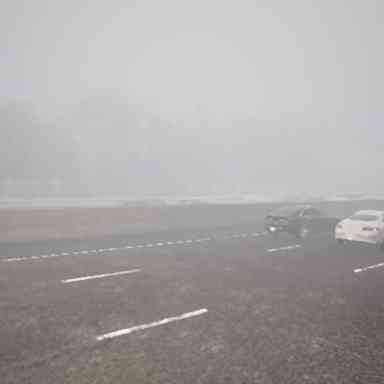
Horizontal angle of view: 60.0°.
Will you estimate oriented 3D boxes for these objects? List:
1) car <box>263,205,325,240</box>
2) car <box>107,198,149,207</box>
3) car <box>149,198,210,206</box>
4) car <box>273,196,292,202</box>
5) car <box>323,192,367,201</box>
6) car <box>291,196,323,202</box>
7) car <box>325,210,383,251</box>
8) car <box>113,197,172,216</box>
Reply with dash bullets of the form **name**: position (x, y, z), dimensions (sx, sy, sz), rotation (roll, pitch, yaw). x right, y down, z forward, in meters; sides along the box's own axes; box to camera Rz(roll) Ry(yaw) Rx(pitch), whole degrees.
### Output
- **car**: position (5.629, 1.425, 16.479), dimensions (4.892, 1.490, 1.837), rotation (0, 0, -36)
- **car**: position (-4.870, 1.350, 26.294), dimensions (5.357, 1.411, 2.033), rotation (0, 0, -35)
- **car**: position (-0.399, 1.324, 25.171), dimensions (4.902, 1.511, 2.128), rotation (0, 0, -35)
- **car**: position (12.590, 1.260, 42.967), dimensions (5.008, 1.535, 1.882), rotation (0, 0, -35)
- **car**: position (17.916, 1.055, 38.149), dimensions (5.566, 2.045, 2.150), rotation (0, 0, -35)
- **car**: position (14.584, 1.318, 40.091), dimensions (4.892, 1.490, 1.837), rotation (1, 0, -35)
- **car**: position (7.755, 1.473, 13.696), dimensions (4.674, 1.442, 1.812), rotation (0, 0, -36)
- **car**: position (-4.545, 1.268, 30.811), dimensions (4.902, 1.511, 2.128), rotation (0, 0, -35)
